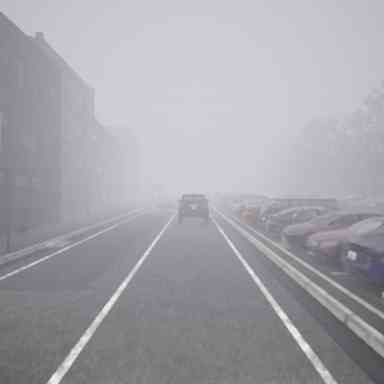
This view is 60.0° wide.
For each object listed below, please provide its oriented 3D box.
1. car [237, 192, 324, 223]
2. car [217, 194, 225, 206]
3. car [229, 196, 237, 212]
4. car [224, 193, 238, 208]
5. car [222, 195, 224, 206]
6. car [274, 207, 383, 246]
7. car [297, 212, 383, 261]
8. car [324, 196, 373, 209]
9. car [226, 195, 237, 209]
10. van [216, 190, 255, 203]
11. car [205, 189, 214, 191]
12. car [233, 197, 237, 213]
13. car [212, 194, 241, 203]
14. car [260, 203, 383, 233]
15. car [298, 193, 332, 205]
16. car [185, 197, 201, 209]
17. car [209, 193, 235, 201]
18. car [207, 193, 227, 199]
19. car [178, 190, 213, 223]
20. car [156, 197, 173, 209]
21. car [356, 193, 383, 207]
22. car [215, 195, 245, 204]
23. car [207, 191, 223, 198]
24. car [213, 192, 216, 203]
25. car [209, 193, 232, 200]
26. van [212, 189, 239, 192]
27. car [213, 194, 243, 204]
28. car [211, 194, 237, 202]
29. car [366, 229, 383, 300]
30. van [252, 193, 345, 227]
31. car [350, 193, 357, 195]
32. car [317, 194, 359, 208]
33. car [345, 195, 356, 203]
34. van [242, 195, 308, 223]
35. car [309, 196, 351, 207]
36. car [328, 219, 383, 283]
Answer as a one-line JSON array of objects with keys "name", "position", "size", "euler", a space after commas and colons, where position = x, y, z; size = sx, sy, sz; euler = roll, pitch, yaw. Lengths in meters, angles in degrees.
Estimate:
[{"name": "car", "position": [6.089, 1.179, 21.722], "size": [5.566, 2.045, 2.435], "euler": [0, 0, 0]}, {"name": "car", "position": [6.174, 1.336, 43.989], "size": [4.792, 1.488, 2.163], "euler": [0, 0, 0]}, {"name": "car", "position": [6.335, 1.383, 30.072], "size": [5.366, 1.575, 1.946], "euler": [0, 0, 0]}, {"name": "car", "position": [6.139, 1.231, 35.639], "size": [4.553, 1.767, 2.185], "euler": [0, 0, 0]}, {"name": "car", "position": [6.184, 1.380, 38.423], "size": [4.674, 1.452, 2.002], "euler": [0, 0, 0]}, {"name": "car", "position": [6.056, 1.502, 13.373], "size": [4.792, 1.488, 2.163], "euler": [0, 0, 0]}, {"name": "car", "position": [6.077, 1.526, 10.590], "size": [4.674, 1.452, 2.002], "euler": [0, 0, 0]}, {"name": "car", "position": [19.277, 1.323, 41.175], "size": [5.008, 1.535, 2.097], "euler": [0, 0, 0]}, {"name": "car", "position": [6.166, 1.372, 32.855], "size": [4.892, 1.521, 2.231], "euler": [0, 0, 0]}, {"name": "van", "position": [6.096, 1.063, 46.834], "size": [4.442, 1.987, 1.878], "euler": [0, 0, 0]}, {"name": "car", "position": [6.359, 0.819, 77.386], "size": [5.566, 2.045, 2.435], "euler": [0, 0, 0]}, {"name": "car", "position": [6.132, 1.402, 27.289], "size": [4.892, 1.521, 2.231], "euler": [0, 0, 0]}, {"name": "car", "position": [6.272, 1.194, 60.689], "size": [5.008, 1.535, 2.097], "euler": [0, 0, 0]}, {"name": "car", "position": [6.089, 1.459, 16.157], "size": [4.892, 1.521, 2.231], "euler": [0, 0, 0]}, {"name": "car", "position": [19.283, 1.127, 52.314], "size": [4.553, 1.767, 2.185], "euler": [0, 0, 0]}, {"name": "car", "position": [0.114, 1.362, 42.267], "size": [1.994, 1.385, 4.181], "euler": [0, 0, 0]}, {"name": "car", "position": [6.495, 1.109, 71.821], "size": [5.366, 1.575, 1.946], "euler": [0, 0, 0]}, {"name": "car", "position": [6.358, 0.989, 85.744], "size": [5.008, 1.535, 2.097], "euler": [0, 1, 0]}, {"name": "car", "position": [0.114, 1.114, 24.506], "size": [2.150, 2.045, 5.566], "euler": [0, 0, 0]}, {"name": "car", "position": [-3.329, 1.332, 40.882], "size": [1.812, 1.442, 4.674], "euler": [0, 0, 0]}, {"name": "car", "position": [19.271, 1.245, 32.818], "size": [4.553, 1.767, 2.185], "euler": [0, 0, 0]}, {"name": "car", "position": [6.248, 1.274, 55.122], "size": [4.674, 1.452, 2.002], "euler": [0, 0, 0]}, {"name": "car", "position": [6.427, 0.714, 94.106], "size": [4.553, 1.767, 2.185], "euler": [0, 1, 0]}, {"name": "car", "position": [6.049, 1.249, 52.340], "size": [5.366, 1.575, 1.946], "euler": [0, 0, 0]}, {"name": "car", "position": [6.315, 1.091, 74.605], "size": [5.008, 1.535, 2.097], "euler": [0, 0, 0]}, {"name": "van", "position": [6.394, 0.949, 63.470], "size": [4.442, 1.987, 1.878], "euler": [0, 0, 0]}, {"name": "car", "position": [6.251, 1.214, 57.906], "size": [5.008, 1.535, 2.097], "euler": [0, 0, 0]}, {"name": "car", "position": [6.295, 1.156, 66.256], "size": [4.892, 1.521, 2.231], "euler": [0, 0, 0]}, {"name": "car", "position": [5.867, 1.511, 5.025], "size": [5.366, 1.575, 1.946], "euler": [0, 0, 0]}, {"name": "van", "position": [5.991, 1.217, 19.063], "size": [4.442, 1.987, 1.878], "euler": [0, 0, 0]}, {"name": "car", "position": [19.233, 1.088, 38.387], "size": [5.566, 2.045, 2.435], "euler": [0, 0, 0]}, {"name": "car", "position": [19.251, 1.181, 43.960], "size": [4.553, 1.767, 2.185], "euler": [0, 0, 0]}, {"name": "car", "position": [19.257, 1.357, 35.605], "size": [4.892, 1.521, 2.231], "euler": [0, 0, 0]}, {"name": "van", "position": [6.011, 1.190, 24.505], "size": [4.442, 1.987, 1.878], "euler": [0, 0, 0]}, {"name": "car", "position": [19.288, 1.289, 46.745], "size": [5.008, 1.535, 2.097], "euler": [0, 0, 0]}, {"name": "car", "position": [6.093, 1.530, 7.807], "size": [4.792, 1.488, 2.163], "euler": [0, 0, 0]}]
